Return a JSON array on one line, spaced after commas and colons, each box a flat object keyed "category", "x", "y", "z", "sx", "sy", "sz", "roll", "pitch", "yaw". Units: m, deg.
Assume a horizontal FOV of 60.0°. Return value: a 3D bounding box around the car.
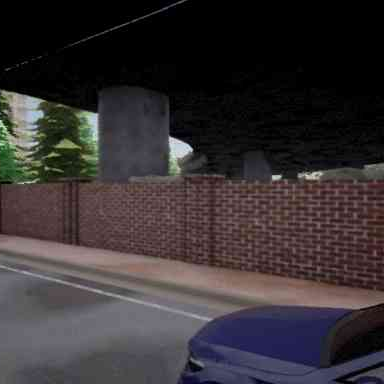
[{"category": "car", "x": 2.042, "y": 1.514, "z": 2.367, "sx": 4.674, "sy": 1.442, "sz": 1.812, "roll": 0, "pitch": 0, "yaw": 36}]
